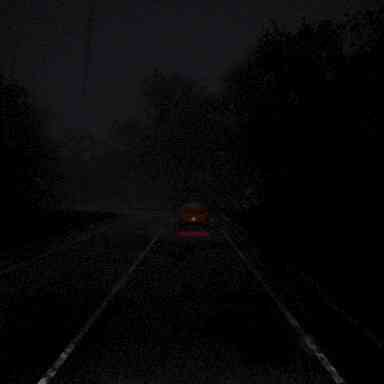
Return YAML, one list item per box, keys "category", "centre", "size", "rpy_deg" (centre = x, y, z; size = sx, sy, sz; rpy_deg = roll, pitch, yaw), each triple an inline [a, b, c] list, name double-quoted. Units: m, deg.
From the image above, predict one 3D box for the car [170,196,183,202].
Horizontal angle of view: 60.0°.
- category: "car"
  centre: [-2.466, 1.454, 67.692]
  size: [4.181, 1.385, 1.994]
  rpy_deg: [0, 0, -4]

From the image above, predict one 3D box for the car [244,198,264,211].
- category: "car"
  centre: [8.197, 1.465, 38.958]
  size: [4.674, 1.442, 1.812]
  rpy_deg: [0, 0, -33]

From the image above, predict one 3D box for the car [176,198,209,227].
- category: "car"
  centre: [0.104, 1.442, 22.371]
  size: [1.882, 1.535, 5.008]
  rpy_deg: [0, 0, 0]
